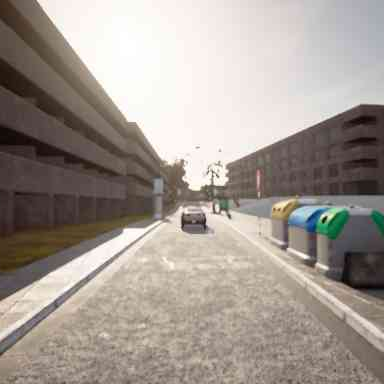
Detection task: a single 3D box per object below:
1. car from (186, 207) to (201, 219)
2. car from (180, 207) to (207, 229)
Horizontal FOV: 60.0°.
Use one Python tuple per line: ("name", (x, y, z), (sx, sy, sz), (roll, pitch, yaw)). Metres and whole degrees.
("car", (0.132, 2.619, 42.824), (1.812, 1.442, 4.674), (0, -3, 0))
("car", (0.119, 1.904, 25.198), (2.128, 1.511, 4.902), (0, -2, 0))
